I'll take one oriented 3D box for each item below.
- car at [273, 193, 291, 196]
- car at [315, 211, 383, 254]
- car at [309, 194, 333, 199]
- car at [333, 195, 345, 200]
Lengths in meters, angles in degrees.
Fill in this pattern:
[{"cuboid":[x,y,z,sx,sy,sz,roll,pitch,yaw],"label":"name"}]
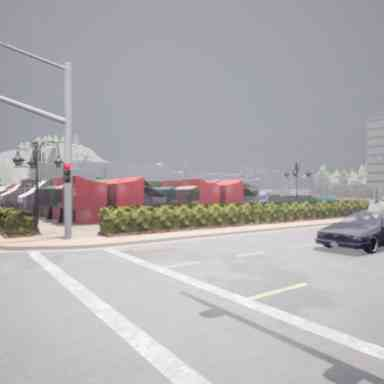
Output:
[{"cuboid":[20.082,1.450,72.055,1.970,1.475,3.806,0,0,-35],"label":"car"},{"cuboid":[7.283,1.502,13.481,5.357,1.411,2.033,0,0,-35],"label":"car"},{"cuboid":[19.508,1.189,53.134,1.932,1.855,4.605,0,0,-35],"label":"car"},{"cuboid":[24.044,1.428,56.382,1.970,1.475,3.806,0,0,-35],"label":"car"}]
